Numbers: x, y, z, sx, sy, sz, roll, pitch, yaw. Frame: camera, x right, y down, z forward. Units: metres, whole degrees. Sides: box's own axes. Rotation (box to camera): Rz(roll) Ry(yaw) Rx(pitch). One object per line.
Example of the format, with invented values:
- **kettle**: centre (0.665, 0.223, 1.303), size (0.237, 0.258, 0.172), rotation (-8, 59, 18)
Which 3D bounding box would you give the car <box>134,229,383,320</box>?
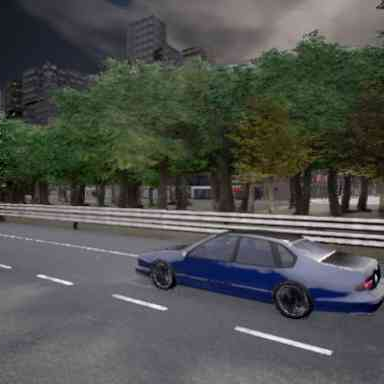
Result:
- **car**: centre (1.187, 1.549, 7.320), size (5.357, 1.411, 2.033), rotation (0, 0, 35)
